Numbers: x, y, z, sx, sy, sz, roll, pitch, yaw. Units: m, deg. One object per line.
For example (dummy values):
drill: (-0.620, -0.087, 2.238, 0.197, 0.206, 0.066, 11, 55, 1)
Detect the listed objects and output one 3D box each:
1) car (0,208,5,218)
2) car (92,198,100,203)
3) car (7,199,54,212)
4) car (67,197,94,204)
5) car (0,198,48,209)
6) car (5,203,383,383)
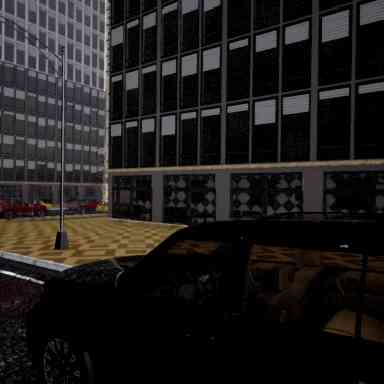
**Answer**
car: (-7.263, 1.348, 8.895, 4.553, 1.767, 2.097, 0, 0, 36)
car: (-9.269, 1.829, 40.230, 1.752, 1.417, 4.829, 1, 0, 37)
car: (-19.563, 1.642, 40.428, 1.752, 1.417, 4.829, 1, 0, 37)
car: (-14.174, 1.561, 43.317, 2.097, 1.767, 4.553, 1, 0, 37)
car: (-16.097, 1.519, 31.041, 2.192, 1.841, 5.009, 1, 0, 37)
car: (0.717, 1.221, 3.172, 5.566, 2.045, 2.150, 0, 0, 36)
